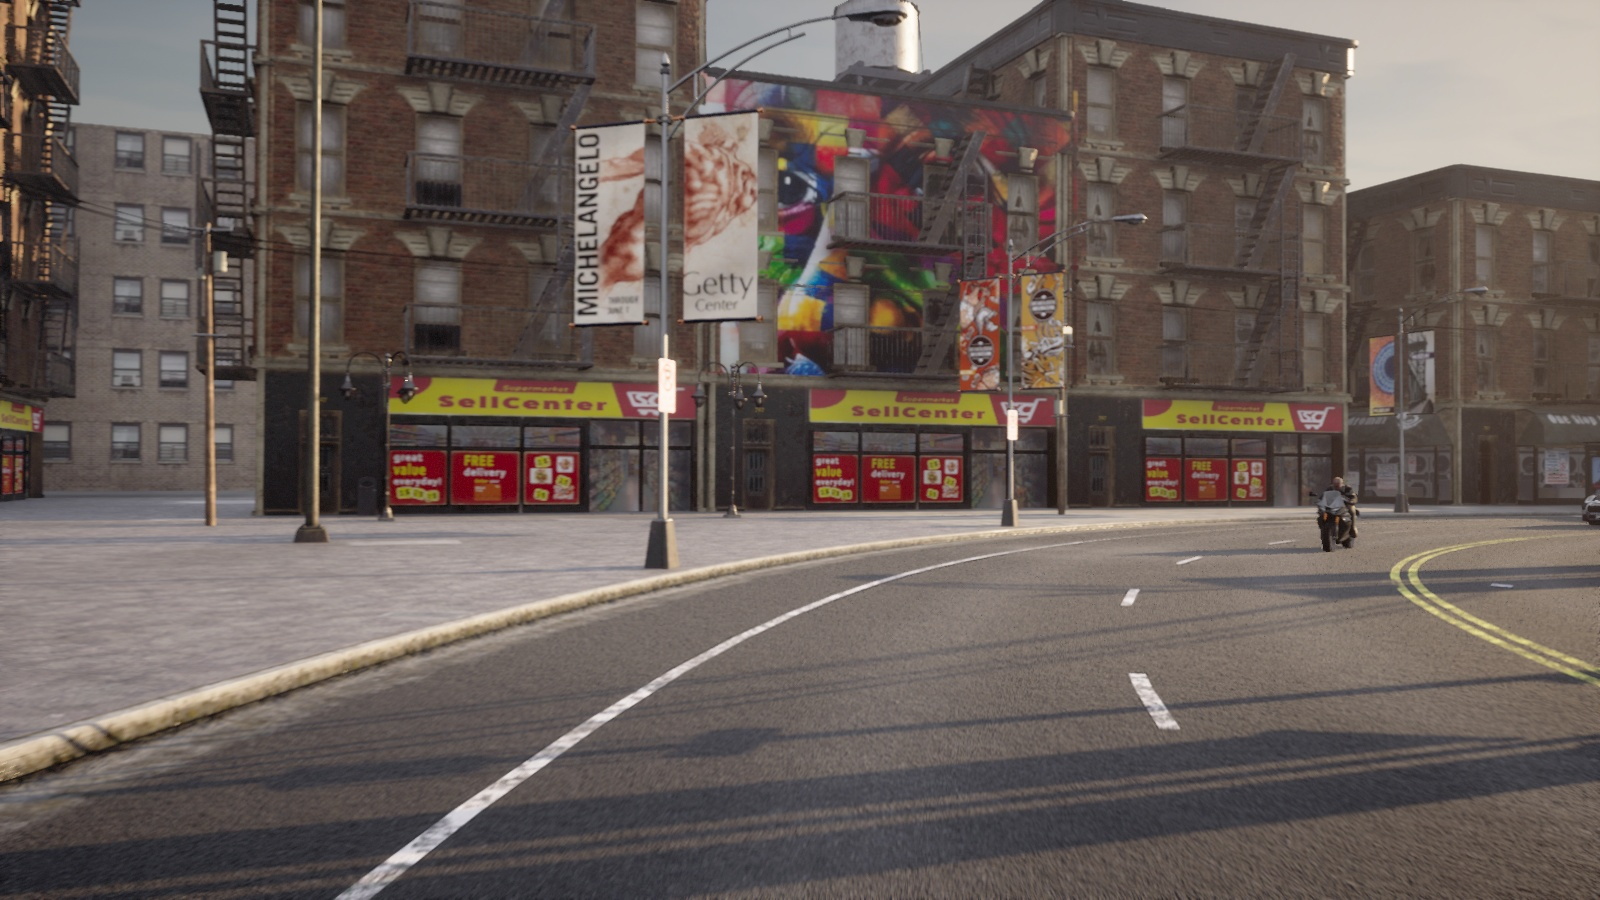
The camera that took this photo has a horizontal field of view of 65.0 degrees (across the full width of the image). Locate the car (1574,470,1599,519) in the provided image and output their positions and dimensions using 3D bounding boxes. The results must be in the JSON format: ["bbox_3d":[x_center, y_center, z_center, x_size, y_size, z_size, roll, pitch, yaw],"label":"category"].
[{"bbox_3d":[25.650,1.334,38.044,3.806,1.475,1.970,0,-1,-25],"label":"car"}]

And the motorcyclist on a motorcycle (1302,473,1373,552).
[{"bbox_3d":[10.990,1.243,25.637,0.866,1.530,2.191,-1,-1,36],"label":"motorcyclist on a motorcycle"}]
